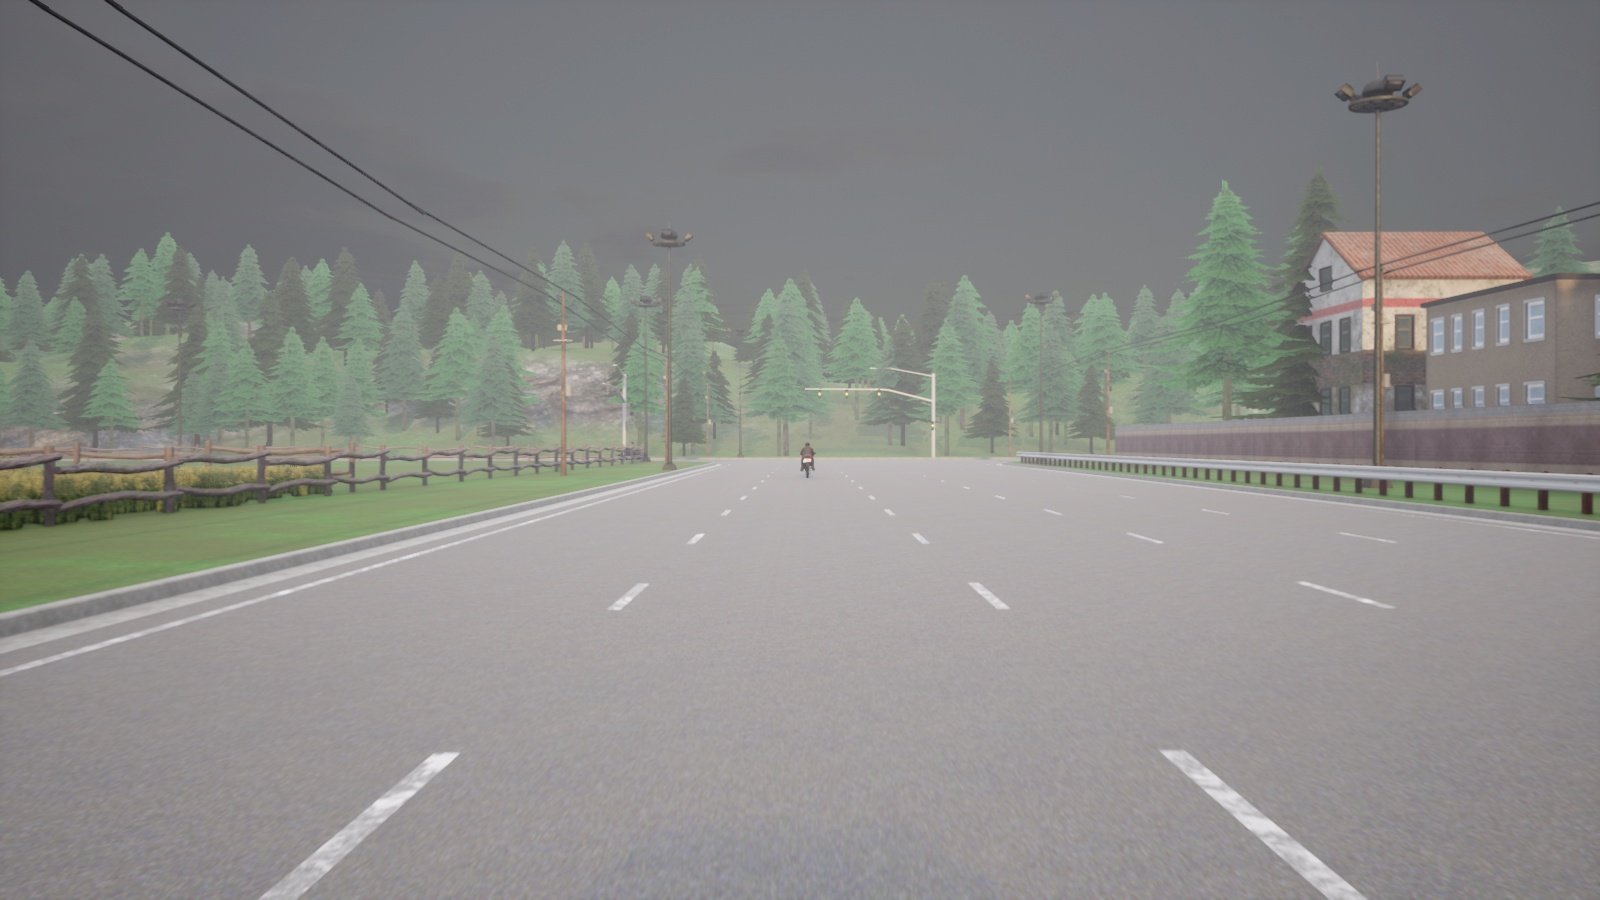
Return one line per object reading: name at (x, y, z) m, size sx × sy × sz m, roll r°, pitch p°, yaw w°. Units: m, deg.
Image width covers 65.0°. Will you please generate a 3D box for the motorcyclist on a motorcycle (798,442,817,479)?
motorcyclist on a motorcycle at (0.319, 0.429, 53.130) m, size 0.797 × 1.523 × 2.044 m, roll 0°, pitch 0°, yaw 0°
